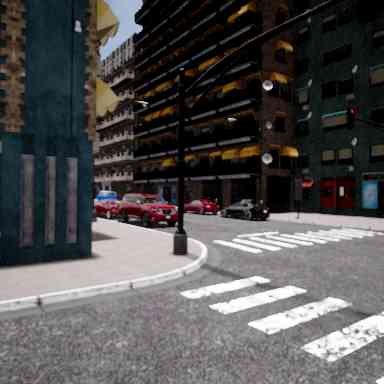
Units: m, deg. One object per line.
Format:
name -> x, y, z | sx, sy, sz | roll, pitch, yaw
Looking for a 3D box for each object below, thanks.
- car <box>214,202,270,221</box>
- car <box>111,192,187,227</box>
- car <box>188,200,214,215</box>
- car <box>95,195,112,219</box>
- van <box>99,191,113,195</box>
car -> 4.014, 1.410, 25.474 | 1.947, 1.339, 4.313 | 2, 0, -36
car -> -2.796, 1.064, 20.602 | 2.192, 1.841, 5.009 | 2, 0, -36
car -> 0.753, 1.346, 29.991 | 1.802, 1.307, 4.206 | 2, 0, -36
car -> -6.063, 1.213, 25.118 | 1.887, 1.381, 4.507 | 2, 0, -36
van -> -12.283, 0.782, 48.059 | 1.690, 1.788, 3.998 | 2, 0, -36
